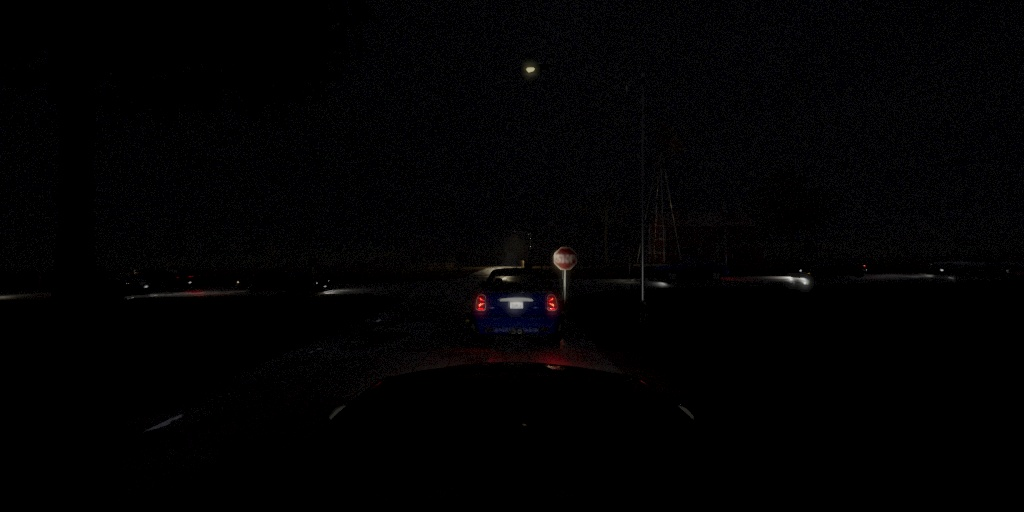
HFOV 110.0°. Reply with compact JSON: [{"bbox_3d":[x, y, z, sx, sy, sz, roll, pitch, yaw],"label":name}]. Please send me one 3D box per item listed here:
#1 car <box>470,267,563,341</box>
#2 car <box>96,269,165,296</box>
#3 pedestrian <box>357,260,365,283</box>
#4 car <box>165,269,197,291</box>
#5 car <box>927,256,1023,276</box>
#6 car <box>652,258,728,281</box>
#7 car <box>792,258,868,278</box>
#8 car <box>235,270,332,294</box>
[{"bbox_3d":[0.103,1.103,9.979,2.097,1.767,4.553,0,0,0],"label":"car"},{"bbox_3d":[-25.843,1.741,22.927,4.902,1.511,2.128,-1,1,0],"label":"car"},{"bbox_3d":[-12.145,1.211,28.819,0.375,1.860,0.375,0,2,0],"label":"pedestrian"},{"bbox_3d":[-25.612,1.697,25.847,4.892,1.490,1.837,-1,1,1],"label":"car"},{"bbox_3d":[32.862,0.659,25.539,4.718,1.301,1.895,-1,1,1],"label":"car"},{"bbox_3d":[12.660,0.944,25.653,5.008,1.535,1.882,-1,1,0],"label":"car"},{"bbox_3d":[22.613,0.831,25.602,4.181,1.385,1.994,-1,1,0],"label":"car"},{"bbox_3d":[-14.472,1.587,22.785,5.357,1.411,2.033,-1,1,3],"label":"car"}]
